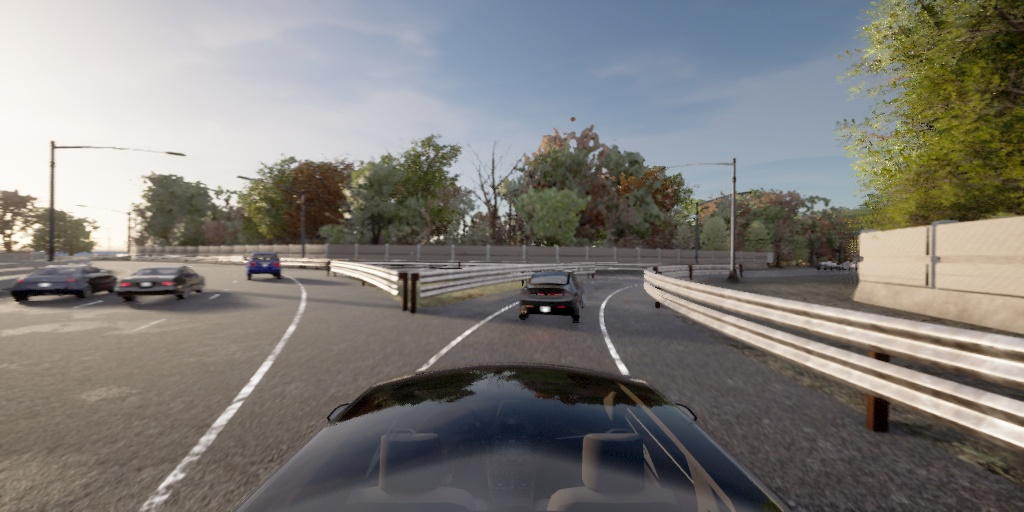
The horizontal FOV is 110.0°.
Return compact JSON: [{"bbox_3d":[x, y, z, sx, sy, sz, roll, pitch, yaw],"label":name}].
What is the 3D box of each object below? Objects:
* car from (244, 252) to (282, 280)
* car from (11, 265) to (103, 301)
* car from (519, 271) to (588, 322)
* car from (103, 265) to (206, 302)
[{"bbox_3d":[-19.562,0.727,28.207,2.150,2.045,5.566,1,0,-37],"label":"car"},{"bbox_3d":[-19.283,1.082,15.710,1.994,1.385,4.181,1,0,-32],"label":"car"},{"bbox_3d":[1.517,1.263,12.508,1.837,1.490,4.892,0,0,14],"label":"car"},{"bbox_3d":[-15.175,1.112,15.792,2.033,1.411,5.357,1,0,-31],"label":"car"}]
